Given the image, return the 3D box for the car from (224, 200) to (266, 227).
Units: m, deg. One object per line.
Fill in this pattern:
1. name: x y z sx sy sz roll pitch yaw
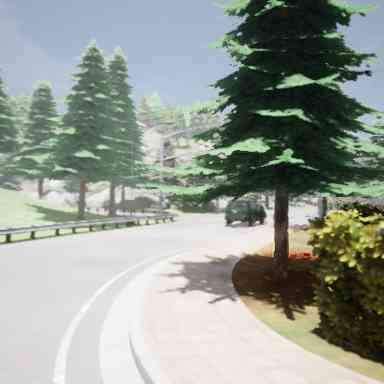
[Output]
1. car: 4.525 1.707 27.879 2.150 2.045 5.566 0 -1 27
